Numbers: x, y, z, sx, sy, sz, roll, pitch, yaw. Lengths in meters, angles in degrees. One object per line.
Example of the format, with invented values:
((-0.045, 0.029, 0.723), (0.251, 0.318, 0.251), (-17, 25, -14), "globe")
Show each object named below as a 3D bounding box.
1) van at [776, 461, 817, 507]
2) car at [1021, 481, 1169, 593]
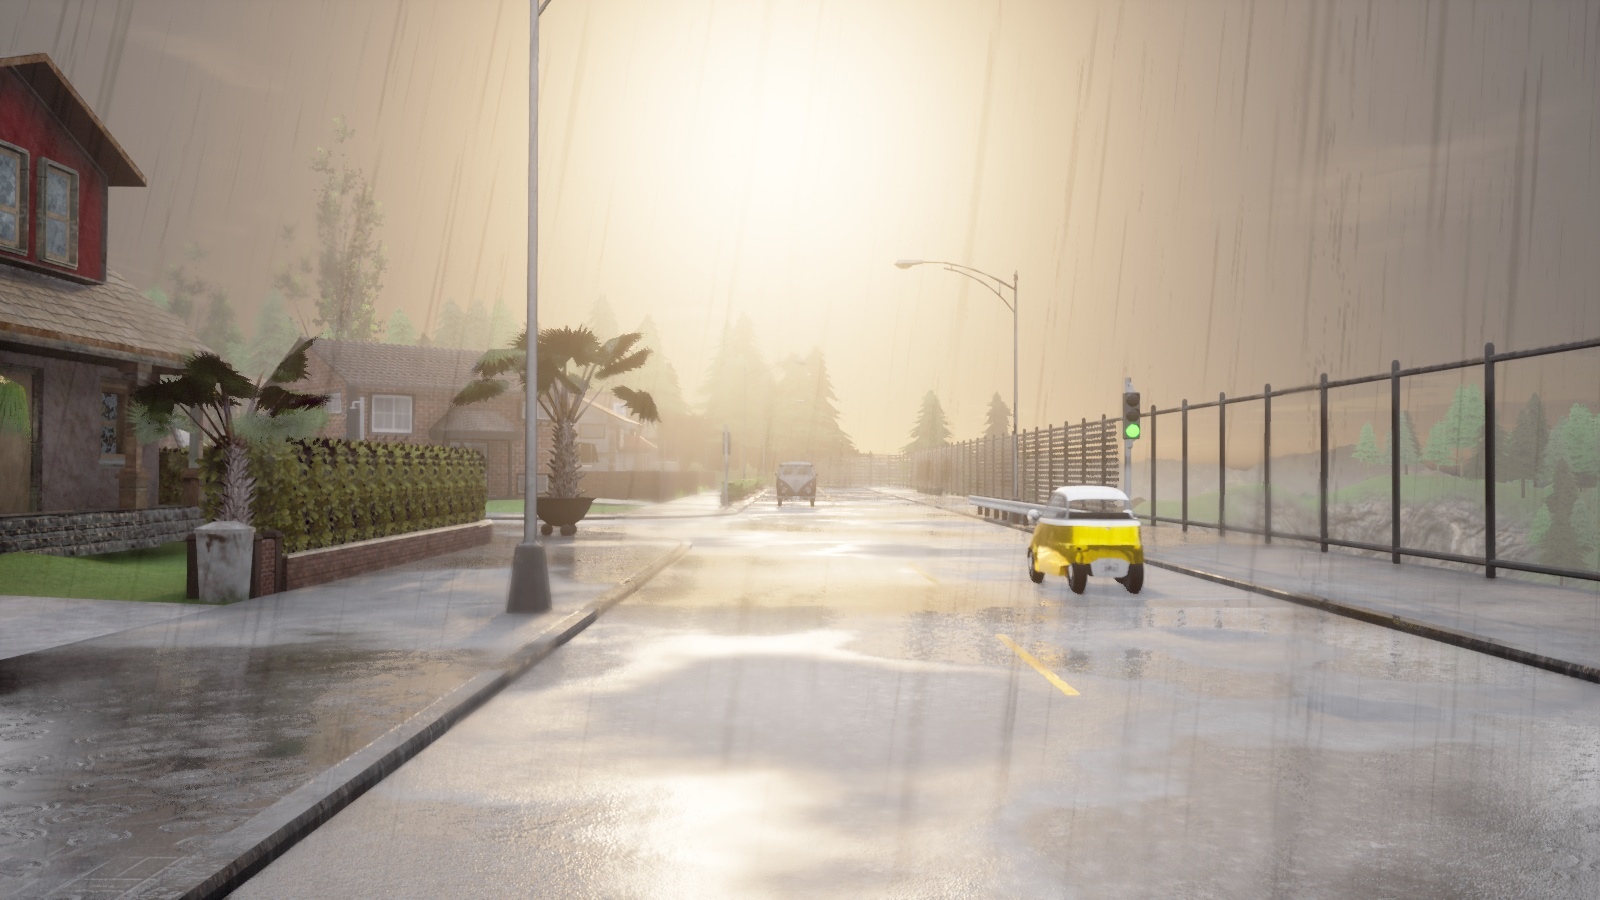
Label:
((-0.157, 1.509, 56.159), (1.775, 1.987, 4.442), (0, -1, 0), "van")
((3.957, 1.139, 17.113), (1.481, 1.376, 2.207), (0, 0, 0), "car")
